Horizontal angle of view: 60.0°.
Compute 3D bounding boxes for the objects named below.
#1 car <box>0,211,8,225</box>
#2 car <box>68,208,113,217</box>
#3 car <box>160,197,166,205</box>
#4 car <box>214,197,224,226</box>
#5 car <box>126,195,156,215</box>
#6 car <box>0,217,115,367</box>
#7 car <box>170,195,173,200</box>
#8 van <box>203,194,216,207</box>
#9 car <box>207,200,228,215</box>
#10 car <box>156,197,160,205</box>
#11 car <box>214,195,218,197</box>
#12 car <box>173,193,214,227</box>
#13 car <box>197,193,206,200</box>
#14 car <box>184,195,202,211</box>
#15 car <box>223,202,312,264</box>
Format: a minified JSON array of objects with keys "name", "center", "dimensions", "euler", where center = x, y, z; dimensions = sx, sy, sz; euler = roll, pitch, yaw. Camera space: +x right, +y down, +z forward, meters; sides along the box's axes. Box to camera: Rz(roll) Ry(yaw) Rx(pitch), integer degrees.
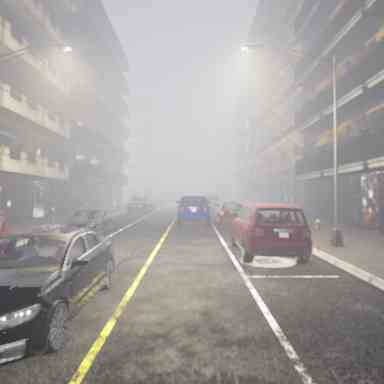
[{"name":"car","center":[-5.289,1.300,6.174],"dimensions":[2.192,1.841,5.009],"euler":[1,0,0]},{"name":"car","center":[-5.291,1.528,17.238],"dimensions":[1.947,1.339,4.313],"euler":[1,0,0]},{"name":"car","center":[-5.280,1.526,55.952],"dimensions":[1.802,1.307,4.206],"euler":[1,0,0]},{"name":"car","center":[2.559,1.394,22.707],"dimensions":[1.967,1.590,4.097],"euler":[1,0,0]},{"name":"car","center":[-5.280,1.257,33.827],"dimensions":[2.192,1.841,5.009],"euler":[1,0,0]},{"name":"car","center":[-2.749,1.476,6.129],"dimensions":[2.128,1.511,4.902],"euler":[0,0,0]},{"name":"car","center":[-5.266,1.535,94.033],"dimensions":[1.947,1.339,4.313],"euler":[1,0,0]},{"name":"van","center":[2.570,1.282,50.364],"dimensions":[1.690,1.788,3.998],"euler":[1,0,0]},{"name":"car","center":[2.560,1.524,33.770],"dimensions":[1.802,1.307,4.206],"euler":[1,0,0]},{"name":"car","center":[-5.284,1.485,39.359],"dimensions":[1.887,1.381,4.507],"euler":[1,0,0]},{"name":"car","center":[2.569,1.254,44.832],"dimensions":[2.192,1.841,5.009],"euler":[1,0,0]},{"name":"car","center":[0.110,1.177,22.495],"dimensions":[2.150,2.045,5.566],"euler":[0,0,0]},{"name":"car","center":[2.619,1.284,94.076],"dimensions":[2.192,1.841,5.009],"euler":[1,0,0]},{"name":"car","center":[0.116,1.291,41.246],"dimensions":[2.097,1.767,4.553],"euler":[0,0,0]},{"name":"car","center":[2.559,1.287,11.643],"dimensions":[2.192,1.841,5.009],"euler":[1,0,0]}]
